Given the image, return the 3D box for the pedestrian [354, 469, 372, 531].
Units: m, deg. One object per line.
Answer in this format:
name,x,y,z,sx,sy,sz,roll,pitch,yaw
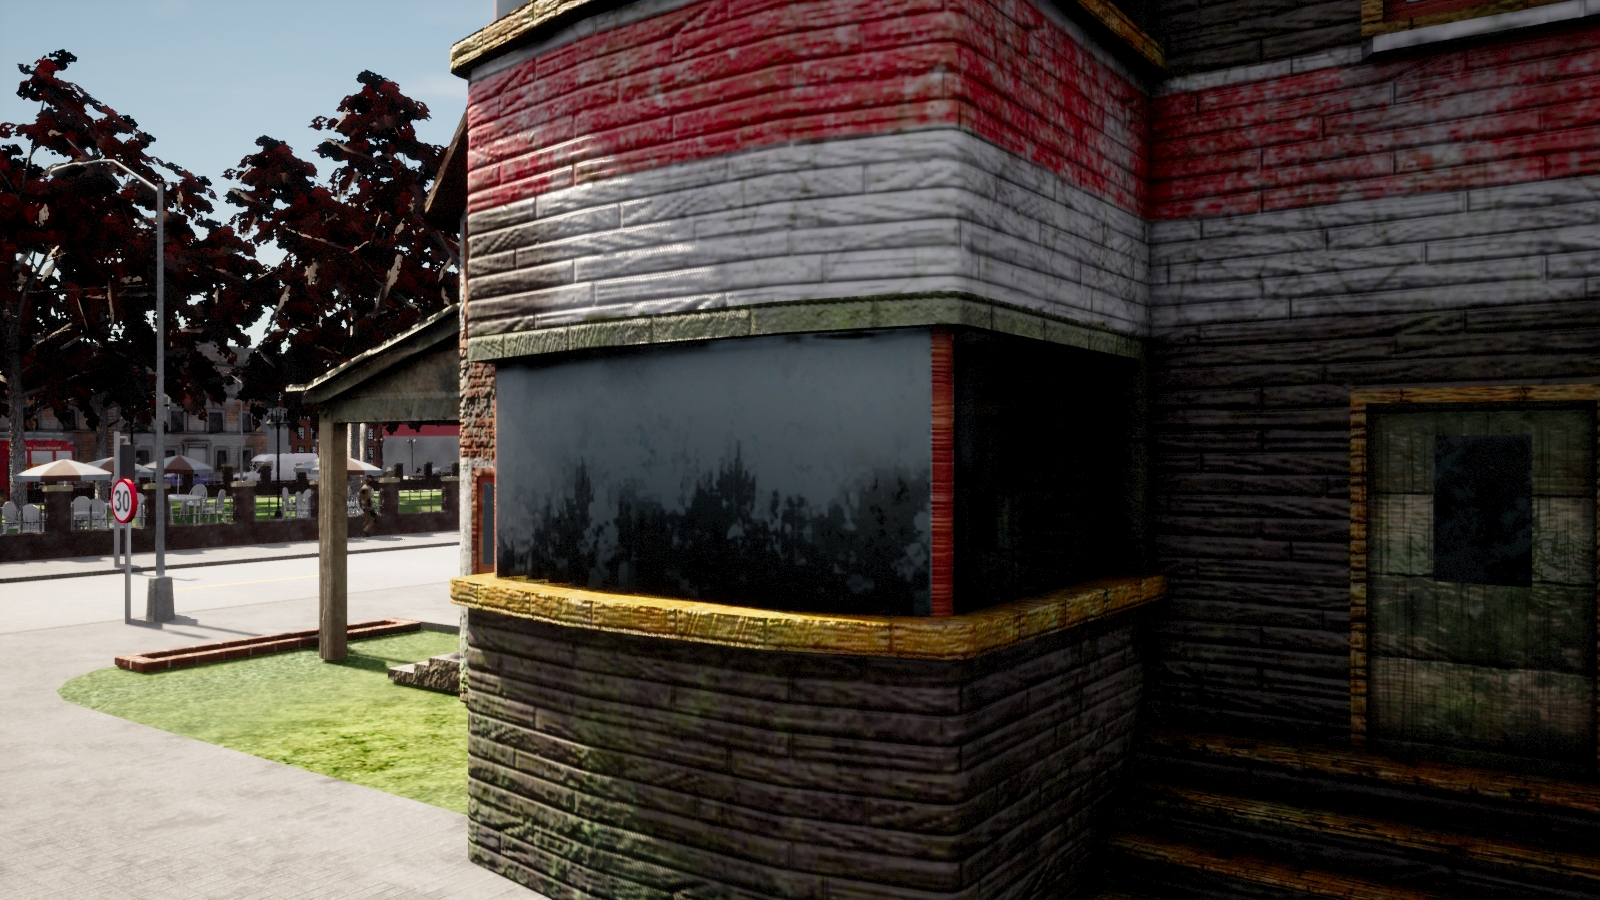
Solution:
pedestrian,-13.275,1.525,34.730,0.375,1.860,0.375,0,0,35
